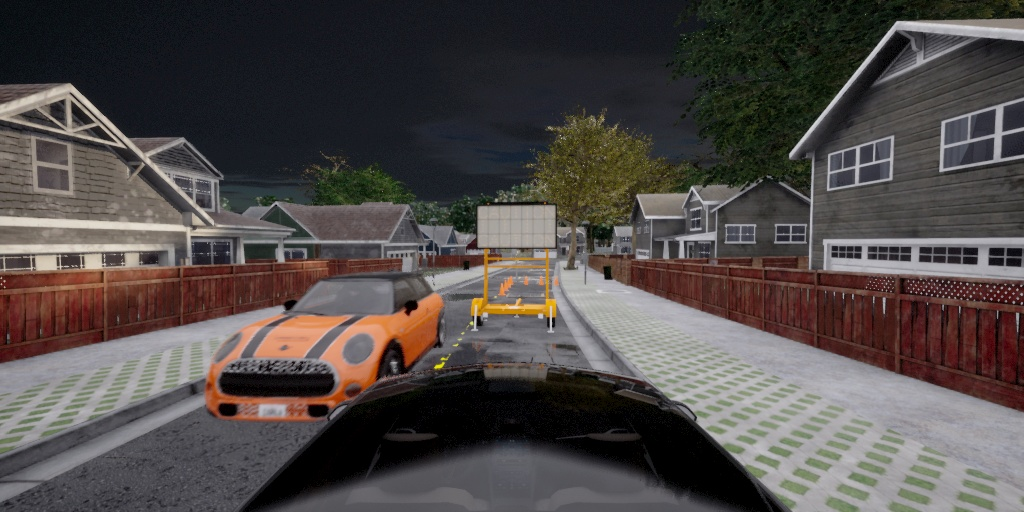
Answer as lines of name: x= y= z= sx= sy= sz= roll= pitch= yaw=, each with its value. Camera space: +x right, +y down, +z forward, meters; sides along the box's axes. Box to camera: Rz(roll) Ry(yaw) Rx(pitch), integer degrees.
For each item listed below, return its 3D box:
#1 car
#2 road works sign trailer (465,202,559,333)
car: x=-2.560 y=1.093 z=6.159 sx=2.097 sy=1.767 sz=4.553 roll=0 pitch=0 yaw=2
road works sign trailer: x=0.144 y=0.191 z=10.777 sx=2.380 sy=3.560 sz=2.880 roll=0 pitch=0 yaw=5
